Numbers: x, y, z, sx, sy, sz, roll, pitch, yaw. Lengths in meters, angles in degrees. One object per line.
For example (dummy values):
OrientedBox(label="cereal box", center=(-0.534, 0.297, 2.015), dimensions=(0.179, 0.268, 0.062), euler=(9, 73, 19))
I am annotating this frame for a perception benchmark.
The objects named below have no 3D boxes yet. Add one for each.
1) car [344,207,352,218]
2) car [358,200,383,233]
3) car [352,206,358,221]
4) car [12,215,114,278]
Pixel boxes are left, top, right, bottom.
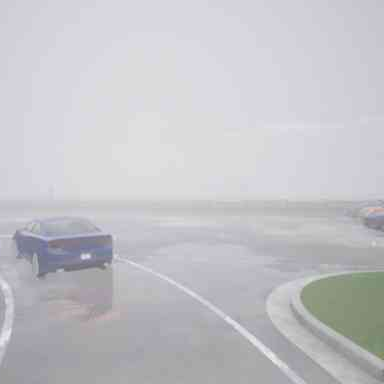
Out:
OrientedBox(label="car", center=(13.642, 1.323, 23.905), dimensions=(4.902, 1.511, 2.128), euler=(0, 0, 14))
OrientedBox(label="car", center=(11.658, 1.349, 17.183), dimensions=(5.008, 1.535, 1.882), euler=(0, 0, 14))
OrientedBox(label="car", center=(12.772, 1.203, 20.513), dimensions=(4.553, 1.767, 2.097), euler=(0, 0, 14))
OrientedBox(label="car", center=(-4.145, 1.447, 10.275), dimensions=(1.882, 1.535, 5.008), euler=(0, 0, -37))
